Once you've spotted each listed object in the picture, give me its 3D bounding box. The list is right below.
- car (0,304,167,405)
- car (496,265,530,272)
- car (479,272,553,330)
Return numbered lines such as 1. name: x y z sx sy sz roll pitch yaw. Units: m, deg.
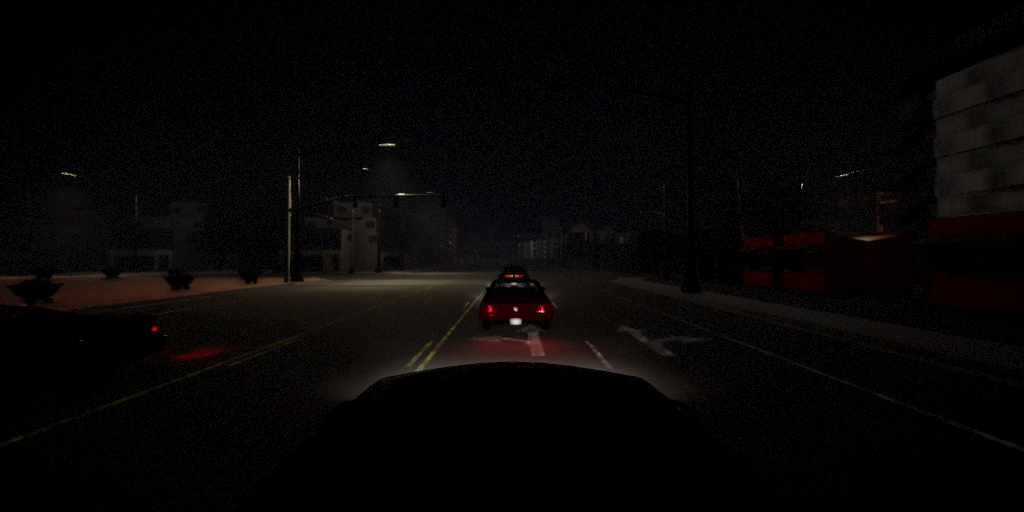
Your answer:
1. car: -7.075 1.299 3.938 2.033 1.411 5.357 0 0 0
2. car: 0.086 1.299 22.233 1.837 1.490 4.892 0 -1 -1
3. car: 0.097 1.358 11.161 1.895 1.301 4.718 0 0 0
